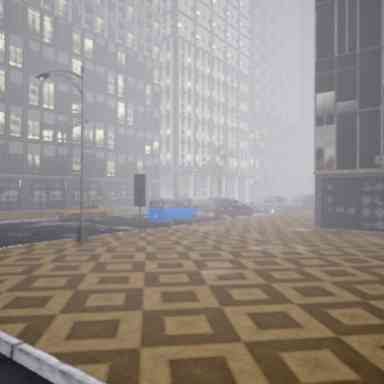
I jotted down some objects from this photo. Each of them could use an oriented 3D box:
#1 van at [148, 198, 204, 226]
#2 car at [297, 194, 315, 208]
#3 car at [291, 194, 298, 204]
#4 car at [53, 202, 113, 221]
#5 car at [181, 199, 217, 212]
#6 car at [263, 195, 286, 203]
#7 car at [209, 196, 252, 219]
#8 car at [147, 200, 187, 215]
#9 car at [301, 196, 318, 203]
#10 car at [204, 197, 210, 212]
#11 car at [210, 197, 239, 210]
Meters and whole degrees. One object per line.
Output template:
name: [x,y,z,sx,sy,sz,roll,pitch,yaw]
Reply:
van: [-1.223,1.334,22.988,1.690,1.788,3.998,0,0,38]
car: [17.300,1.337,47.264,2.192,1.841,5.009,0,0,38]
car: [21.227,1.333,65.300,2.192,1.841,5.009,0,0,38]
car: [-8.615,1.487,26.698,1.752,1.417,4.829,0,0,38]
car: [0.880,1.519,38.835,1.887,1.381,4.507,0,0,38]
car: [12.265,1.133,49.431,1.882,1.535,5.008,0,0,38]
car: [3.735,1.439,29.620,1.967,1.590,4.097,0,0,38]
car: [-2.512,1.552,34.424,1.802,1.307,4.206,0,0,38]
car: [24.618,1.577,69.711,2.008,1.369,4.403,0,0,38]
car: [2.493,1.336,36.874,2.097,1.767,4.553,0,0,38]
car: [4.271,1.420,43.246,1.967,1.590,4.097,0,0,38]
